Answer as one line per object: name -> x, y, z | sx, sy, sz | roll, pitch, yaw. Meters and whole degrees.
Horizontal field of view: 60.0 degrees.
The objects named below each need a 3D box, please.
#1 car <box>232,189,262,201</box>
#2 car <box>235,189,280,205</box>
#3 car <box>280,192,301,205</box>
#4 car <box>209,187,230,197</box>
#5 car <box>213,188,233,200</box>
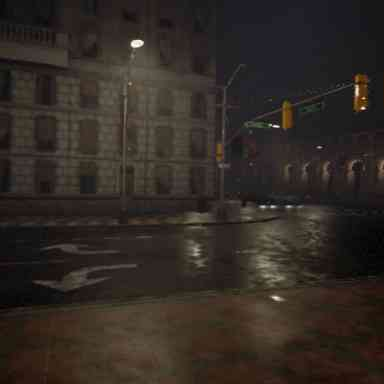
car -> 7.887, 0.382, 48.046 | 2.128, 1.511, 4.902 | 1, 2, -19
car -> 7.478, 0.681, 38.554 | 2.033, 1.411, 5.357 | 1, 2, -19
car -> 10.883, 0.713, 39.438 | 1.812, 1.442, 4.674 | 1, 2, -19
car -> 4.667, 0.039, 57.680 | 1.882, 1.535, 5.008 | 1, 2, -18
car -> 4.184, 0.407, 48.045 | 1.895, 1.301, 4.718 | 1, 2, -19
